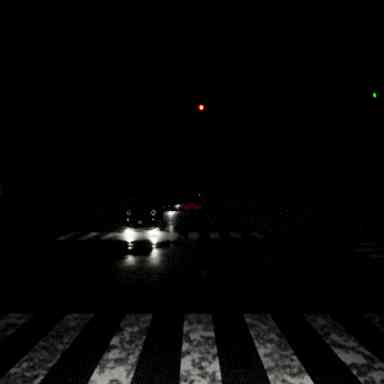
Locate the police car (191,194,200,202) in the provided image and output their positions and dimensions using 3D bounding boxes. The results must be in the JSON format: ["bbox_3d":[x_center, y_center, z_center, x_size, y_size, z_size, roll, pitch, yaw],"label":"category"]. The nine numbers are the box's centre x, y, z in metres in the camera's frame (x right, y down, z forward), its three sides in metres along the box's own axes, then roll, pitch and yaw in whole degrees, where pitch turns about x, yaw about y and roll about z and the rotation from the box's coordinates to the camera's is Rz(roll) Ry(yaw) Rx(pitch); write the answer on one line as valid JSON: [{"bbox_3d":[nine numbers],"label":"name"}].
[{"bbox_3d":[0.814,1.386,74.451,1.930,1.638,5.238,0,0,0],"label":"police car"}]

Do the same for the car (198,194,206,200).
[{"bbox_3d":[2.659,1.397,90.979,1.967,1.590,4.097,0,0,0],"label":"car"}]

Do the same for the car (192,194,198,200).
[{"bbox_3d":[0.796,1.413,90.530,1.801,1.575,5.366,0,0,0],"label":"car"}]

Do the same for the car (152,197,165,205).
[{"bbox_3d":[-5.841,1.547,57.832,1.802,1.307,4.206,0,0,0],"label":"car"}]

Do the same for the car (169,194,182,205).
[{"bbox_3d":[-3.068,1.533,59.182,2.033,1.411,5.357,0,0,0],"label":"car"}]

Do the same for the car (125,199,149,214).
[{"bbox_3d":[-5.819,1.517,35.733,1.887,1.381,4.507,0,0,0],"label":"car"}]

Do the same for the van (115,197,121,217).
[{"bbox_3d":[-5.815,1.316,30.207,1.690,1.788,3.998,0,0,0],"label":"van"}]

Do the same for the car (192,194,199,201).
[{"bbox_3d":[0.803,1.414,84.531,1.801,1.575,5.366,0,0,0],"label":"car"}]

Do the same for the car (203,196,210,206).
[{"bbox_3d":[2.728,1.515,41.249,1.887,1.381,4.507,0,0,0],"label":"car"}]

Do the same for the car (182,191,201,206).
[{"bbox_3d":[-0.016,1.188,54.070,2.150,2.045,5.566,0,0,0],"label":"car"}]

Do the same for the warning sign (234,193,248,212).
[{"bbox_3d":[5.032,1.088,34.341,1.300,1.860,1.060,0,0,0],"label":"warning sign"}]

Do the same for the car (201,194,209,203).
[{"bbox_3d":[2.713,1.492,52.470,1.752,1.417,4.829,0,0,0],"label":"car"}]

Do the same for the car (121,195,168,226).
[{"bbox_3d":[-3.189,1.333,23.164,2.097,1.767,4.553,0,0,2],"label":"car"}]

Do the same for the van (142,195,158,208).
[{"bbox_3d":[-5.831,1.309,46.782,1.690,1.788,3.998,0,0,0],"label":"van"}]

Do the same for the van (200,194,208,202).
[{"bbox_3d":[2.682,1.302,74.402,1.690,1.788,3.998,0,0,0],"label":"van"}]

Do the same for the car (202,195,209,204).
[{"bbox_3d":[2.720,1.513,46.775,1.887,1.381,4.507,0,0,0],"label":"car"}]

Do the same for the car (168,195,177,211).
[{"bbox_3d":[-3.141,1.475,39.391,1.837,1.490,4.892,0,0,0],"label":"car"}]

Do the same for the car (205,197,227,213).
[{"bbox_3d":[2.736,1.517,35.724,1.887,1.381,4.507,0,0,0],"label":"car"}]
